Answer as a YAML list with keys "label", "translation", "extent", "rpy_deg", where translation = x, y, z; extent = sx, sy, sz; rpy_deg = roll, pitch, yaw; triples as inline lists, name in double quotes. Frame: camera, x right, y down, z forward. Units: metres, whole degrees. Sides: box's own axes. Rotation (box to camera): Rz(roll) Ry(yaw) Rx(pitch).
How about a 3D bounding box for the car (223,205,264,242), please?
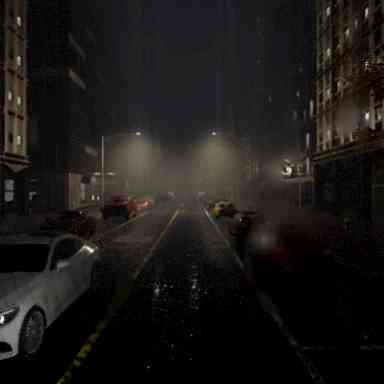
- label: "car"
  translation: [2.692, 1.504, 15.471]
  extent: [1.802, 1.307, 4.206]
  rpy_deg: [1, 0, 0]

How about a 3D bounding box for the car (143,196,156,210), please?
- label: "car"
  translation: [-5.695, 1.233, 38.185]
  extent: [1.967, 1.590, 4.097]
  rpy_deg: [1, 0, 0]

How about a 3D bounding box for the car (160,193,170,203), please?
- label: "car"
  translation: [-5.704, 1.213, 60.887]
  extent: [1.947, 1.339, 4.313]
  rpy_deg: [1, 0, 0]

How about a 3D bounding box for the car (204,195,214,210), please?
- label: "car"
  translation: [2.684, 1.358, 38.170]
  extent: [1.947, 1.339, 4.313]
  rpy_deg: [1, 0, 0]

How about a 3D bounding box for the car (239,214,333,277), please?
- label: "car"
  translation: [2.693, 1.533, 9.796]
  extent: [1.802, 1.307, 4.206]
  rpy_deg: [0, 0, 0]

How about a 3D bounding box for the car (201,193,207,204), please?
- label: "car"
  translation: [2.681, 1.266, 49.520]
  extent: [1.887, 1.381, 4.507]
  rpy_deg: [1, 0, 0]

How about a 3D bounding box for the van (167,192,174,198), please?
- label: "van"
  translation: [-5.710, 0.783, 89.262]
  extent: [1.690, 1.788, 3.998]
  rpy_deg: [1, 0, 0]

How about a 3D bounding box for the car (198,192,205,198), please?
- label: "car"
  translation: [2.676, 1.153, 66.541]
  extent: [1.887, 1.381, 4.507]
  rpy_deg: [1, 0, 0]

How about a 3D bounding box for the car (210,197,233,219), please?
- label: "car"
  translation: [2.688, 1.384, 26.990]
  extent: [1.752, 1.417, 4.829]
  rpy_deg: [1, 0, 0]

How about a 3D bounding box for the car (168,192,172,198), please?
- label: "car"
  translation: [-5.705, 1.154, 66.561]
  extent: [1.887, 1.381, 4.507]
  rpy_deg: [1, 0, 0]

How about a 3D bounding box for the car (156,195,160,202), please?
- label: "car"
  translation: [-5.698, 1.284, 43.691]
  extent: [1.752, 1.417, 4.829]
  rpy_deg: [1, 0, 0]

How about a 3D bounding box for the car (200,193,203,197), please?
- label: "car"
  translation: [2.679, 1.267, 55.193]
  extent: [1.802, 1.307, 4.206]
  rpy_deg: [1, 0, 0]

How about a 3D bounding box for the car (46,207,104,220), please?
- label: "car"
  translation: [-5.689, 1.504, 15.482]
  extent: [1.802, 1.307, 4.206]
  rpy_deg: [1, 0, 0]

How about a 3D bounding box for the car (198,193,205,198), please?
- label: "car"
  translation: [2.666, 0.948, 94.914]
  extent: [2.008, 1.369, 4.403]
  rpy_deg: [1, 0, 0]

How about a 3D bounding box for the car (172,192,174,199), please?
- label: "car"
  translation: [-5.707, 1.119, 72.239]
  extent: [2.008, 1.369, 4.403]
  rpy_deg: [1, 0, 0]

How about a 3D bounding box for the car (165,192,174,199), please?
- label: "car"
  translation: [-5.710, 0.925, 83.587]
  extent: [1.967, 1.590, 4.097]
  rpy_deg: [1, 0, 0]

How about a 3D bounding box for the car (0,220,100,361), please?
- label: "car"
  translation: [-3.002, 1.496, 6.008]
  extent: [1.812, 1.442, 4.674]
  rpy_deg: [0, 0, 0]

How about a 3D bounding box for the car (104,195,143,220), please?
- label: "car"
  translation: [-5.690, 1.175, 26.833]
  extent: [2.192, 1.841, 5.009]
  rpy_deg: [1, 0, 0]

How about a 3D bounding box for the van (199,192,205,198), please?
- label: "van"
  translation: [2.670, 0.782, 89.238]
  extent: [1.690, 1.788, 3.998]
  rpy_deg: [1, 0, 0]
